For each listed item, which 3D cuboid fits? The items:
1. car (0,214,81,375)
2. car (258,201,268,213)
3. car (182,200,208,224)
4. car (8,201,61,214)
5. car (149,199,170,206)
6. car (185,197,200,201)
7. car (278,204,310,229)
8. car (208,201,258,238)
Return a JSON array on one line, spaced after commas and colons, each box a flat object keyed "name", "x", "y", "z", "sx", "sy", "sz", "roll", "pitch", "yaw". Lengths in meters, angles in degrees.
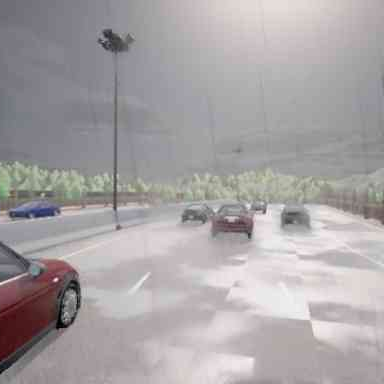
[{"name": "car", "x": -3.113, "y": 1.353, "z": 4.159, "sx": 2.097, "sy": 1.767, "sz": 4.553, "roll": 0, "pitch": 0, "yaw": 3}, {"name": "car", "x": 7.857, "y": 1.721, "z": 39.196, "sx": 2.033, "sy": 1.411, "sz": 5.357, "roll": 0, "pitch": 0, "yaw": 16}, {"name": "car", "x": 0.509, "y": 1.618, "z": 25.623, "sx": 1.812, "sy": 1.442, "sz": 4.674, "roll": 0, "pitch": 0, "yaw": 14}, {"name": "car", "x": -13.406, "y": 1.519, "z": 28.601, "sx": 1.882, "sy": 1.535, "sz": 5.008, "roll": 0, "pitch": 0, "yaw": 15}, {"name": "car", "x": -4.570, "y": 1.672, "z": 47.147, "sx": 1.812, "sy": 1.442, "sz": 4.674, "roll": 0, "pitch": 0, "yaw": 16}, {"name": "car", "x": 0.057, "y": 1.584, "z": 50.699, "sx": 2.097, "sy": 1.767, "sz": 4.553, "roll": 0, "pitch": 0, "yaw": 16}, {"name": "car", "x": 7.041, "y": 1.617, "z": 22.932, "sx": 1.837, "sy": 1.490, "sz": 4.892, "roll": 0, "pitch": 0, "yaw": 14}, {"name": "car", "x": 2.415, "y": 1.428, "z": 18.590, "sx": 2.097, "sy": 1.767, "sz": 4.553, "roll": 0, "pitch": 0, "yaw": 12}]
